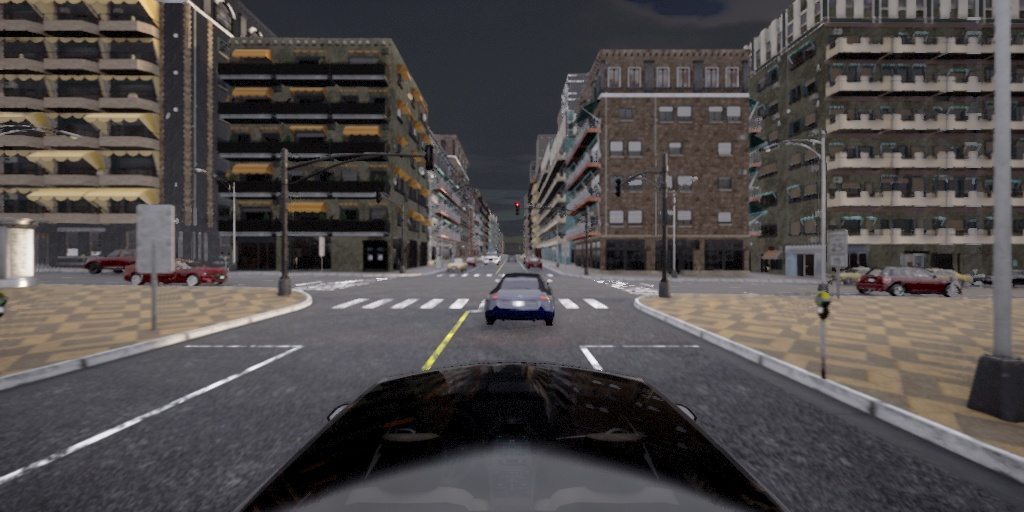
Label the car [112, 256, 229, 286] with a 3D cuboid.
[{"bbox_3d":[-17.261,0.833,18.545,4.507,1.381,1.888,0,0,0],"label":"car"}]

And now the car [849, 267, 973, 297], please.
[{"bbox_3d":[20.836,1.321,18.870,4.097,1.591,1.967,0,0,0],"label":"car"}]

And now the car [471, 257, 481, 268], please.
[{"bbox_3d":[-5.686,0.809,48.735,1.888,1.381,4.507,0,0,0],"label":"car"}]

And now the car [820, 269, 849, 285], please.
[{"bbox_3d":[26.248,1.488,27.226,4.829,1.417,1.751,0,0,0],"label":"car"}]

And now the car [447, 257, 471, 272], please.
[{"bbox_3d":[-5.687,0.902,37.519,1.751,1.417,4.829,0,0,0],"label":"car"}]

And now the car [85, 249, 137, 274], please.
[{"bbox_3d":[-28.644,0.419,26.839,5.009,1.841,2.192,0,0,0],"label":"car"}]

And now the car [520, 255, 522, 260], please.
[{"bbox_3d":[2.696,0.733,59.767,1.802,1.307,4.207,0,0,0],"label":"car"}]

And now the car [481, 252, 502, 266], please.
[{"bbox_3d":[-3.068,0.425,54.505,2.150,2.045,5.566,0,1,0],"label":"car"}]

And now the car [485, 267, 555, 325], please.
[{"bbox_3d":[0.346,1.212,11.474,1.994,1.385,4.181,0,1,5],"label":"car"}]

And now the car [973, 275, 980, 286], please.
[{"bbox_3d":[31.897,1.576,27.269,4.829,1.417,1.751,0,0,0],"label":"car"}]

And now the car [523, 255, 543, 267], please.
[{"bbox_3d":[2.695,0.866,43.197,1.888,1.381,4.507,0,0,0],"label":"car"}]

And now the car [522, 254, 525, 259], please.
[{"bbox_3d":[2.695,0.704,48.721,1.967,1.591,4.097,0,0,0],"label":"car"}]

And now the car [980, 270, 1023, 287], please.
[{"bbox_3d":[37.717,1.704,27.314,4.313,1.339,1.948,0,0,0],"label":"car"}]
